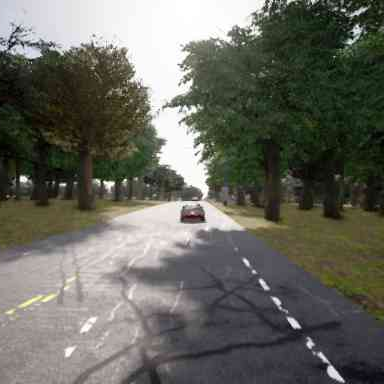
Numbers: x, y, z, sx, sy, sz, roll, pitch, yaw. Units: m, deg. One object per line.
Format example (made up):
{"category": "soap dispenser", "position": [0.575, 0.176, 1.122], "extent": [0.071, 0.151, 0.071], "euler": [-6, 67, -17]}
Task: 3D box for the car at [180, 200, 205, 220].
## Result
{"category": "car", "position": [0.056, 1.606, 28.197], "extent": [1.994, 1.385, 4.181], "euler": [0, 0, 0]}
